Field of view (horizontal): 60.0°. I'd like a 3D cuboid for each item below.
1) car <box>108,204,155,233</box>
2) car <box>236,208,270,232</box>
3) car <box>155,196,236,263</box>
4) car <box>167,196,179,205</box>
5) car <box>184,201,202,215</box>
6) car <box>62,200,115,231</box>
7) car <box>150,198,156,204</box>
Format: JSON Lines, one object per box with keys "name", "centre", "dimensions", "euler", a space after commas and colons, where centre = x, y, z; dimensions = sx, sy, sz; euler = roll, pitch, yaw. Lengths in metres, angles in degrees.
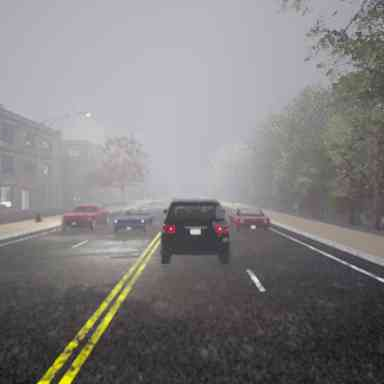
{"name": "car", "centre": [-3.350, 1.629, 19.866], "dimensions": [1.895, 1.301, 4.718], "euler": [0, 0, 0]}
{"name": "car", "centre": [3.351, 1.630, 20.367], "dimensions": [1.895, 1.301, 4.718], "euler": [0, 0, 0]}
{"name": "car", "centre": [0.101, 1.239, 12.187], "dimensions": [2.150, 2.045, 5.566], "euler": [0, 0, 0]}
{"name": "car", "centre": [-3.440, 1.579, 61.169], "dimensions": [2.128, 1.511, 4.902], "euler": [0, 0, 0]}
{"name": "car", "centre": [0.101, 1.652, 36.279], "dimensions": [1.895, 1.301, 4.718], "euler": [0, 0, 0]}
{"name": "car", "centre": [-6.598, 1.508, 21.141], "dimensions": [1.882, 1.535, 5.008], "euler": [0, 0, 0]}
{"name": "car", "centre": [-6.696, 1.691, 62.546], "dimensions": [1.895, 1.301, 4.718], "euler": [0, 0, 0]}
